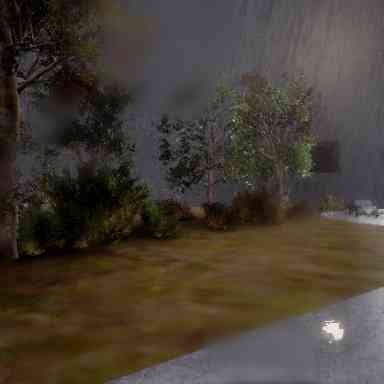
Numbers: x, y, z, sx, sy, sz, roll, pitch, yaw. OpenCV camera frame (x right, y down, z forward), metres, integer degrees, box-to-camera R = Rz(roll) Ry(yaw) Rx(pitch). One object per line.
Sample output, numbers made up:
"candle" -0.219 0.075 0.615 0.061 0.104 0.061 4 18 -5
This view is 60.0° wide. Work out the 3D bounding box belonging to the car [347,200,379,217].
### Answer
"car" 15.794 1.493 30.957 2.128 1.511 4.902 0 0 14
